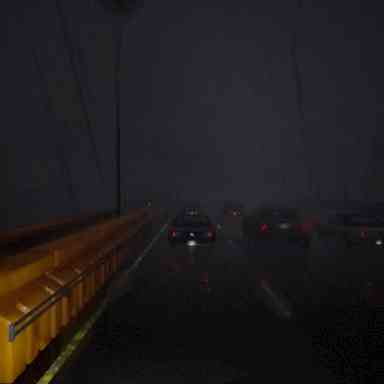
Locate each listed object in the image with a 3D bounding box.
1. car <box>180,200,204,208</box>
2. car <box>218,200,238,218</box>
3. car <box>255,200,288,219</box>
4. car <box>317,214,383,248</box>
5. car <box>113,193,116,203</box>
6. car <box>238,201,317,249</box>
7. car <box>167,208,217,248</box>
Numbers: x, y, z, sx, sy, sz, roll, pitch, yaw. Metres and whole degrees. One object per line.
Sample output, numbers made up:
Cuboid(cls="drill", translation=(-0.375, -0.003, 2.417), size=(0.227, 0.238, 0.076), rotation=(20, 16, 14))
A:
Cuboid(cls="car", translation=(0.000, 1.514, 29.650), size=(1.837, 1.490, 4.892), rotation=(0, 0, 0))
Cuboid(cls="car", translation=(3.500, 1.514, 29.650), size=(1.837, 1.490, 4.892), rotation=(0, 0, 0))
Cuboid(cls="car", translation=(7.000, 1.531, 29.650), size=(1.812, 1.442, 4.674), rotation=(0, 0, 0))
Cuboid(cls="car", translation=(7.000, 1.614, 14.680), size=(1.895, 1.301, 4.718), rotation=(0, 0, 0))
Cuboid(cls="car", translation=(-15.191, 1.197, 69.420), size=(2.150, 2.045, 5.566), rotation=(0, 0, -8))
Cuboid(cls="car", translation=(3.500, 1.363, 14.620), size=(2.097, 1.767, 4.553), rotation=(0, 0, 0))
Cuboid(cls="car", translation=(0.000, 1.613, 14.680), size=(1.895, 1.301, 4.718), rotation=(0, 0, 0))
